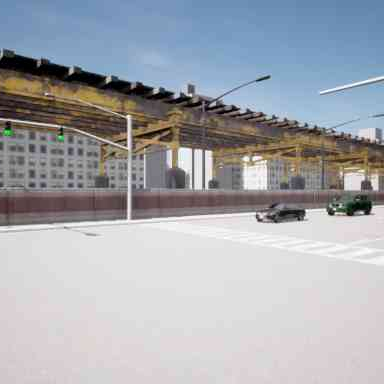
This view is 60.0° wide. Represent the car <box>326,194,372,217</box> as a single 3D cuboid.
[{"bbox_3d":[15.182,1.222,31.956,5.566,2.045,2.150,0,0,-38],"label":"car"}]

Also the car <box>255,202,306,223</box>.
[{"bbox_3d":[6.896,1.526,25.572,4.674,1.442,1.812,0,0,-38],"label":"car"}]
